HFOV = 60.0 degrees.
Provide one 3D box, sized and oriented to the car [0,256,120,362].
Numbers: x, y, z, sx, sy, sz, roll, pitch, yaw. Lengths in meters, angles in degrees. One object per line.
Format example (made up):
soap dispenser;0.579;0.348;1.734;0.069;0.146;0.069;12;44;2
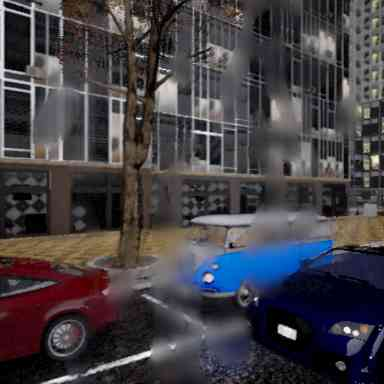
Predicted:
car;-3.056;1.581;4.389;4.206;1.307;1.802;1;-1;-35

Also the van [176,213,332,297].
van;1.572;1.401;7.692;3.998;1.788;1.690;1;-1;-35

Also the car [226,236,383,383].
car;2.835;1.620;5.402;4.181;1.385;1.994;1;0;-35
